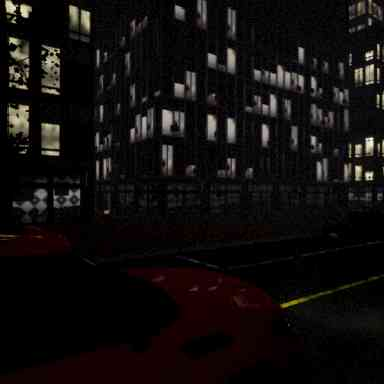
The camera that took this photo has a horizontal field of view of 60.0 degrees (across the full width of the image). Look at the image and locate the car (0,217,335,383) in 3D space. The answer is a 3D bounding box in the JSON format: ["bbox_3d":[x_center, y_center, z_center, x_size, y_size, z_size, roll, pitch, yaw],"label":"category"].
[{"bbox_3d":[-1.611,1.223,2.284,5.566,2.045,2.150,0,0,-35],"label":"car"}]

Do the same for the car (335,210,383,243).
[{"bbox_3d":[8.141,1.563,16.226,4.313,1.339,1.947,0,0,-36],"label":"car"}]
